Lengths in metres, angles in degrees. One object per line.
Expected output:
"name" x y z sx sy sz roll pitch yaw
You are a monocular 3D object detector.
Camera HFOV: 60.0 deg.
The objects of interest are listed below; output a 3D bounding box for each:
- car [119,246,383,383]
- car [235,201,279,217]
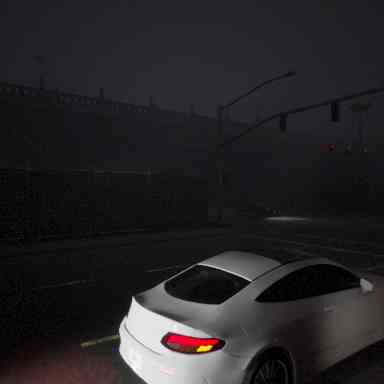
"car" 1.312 1.526 4.720 4.674 1.442 1.812 0 0 -35
"car" 6.085 1.581 31.794 1.812 1.442 4.674 0 0 -35
